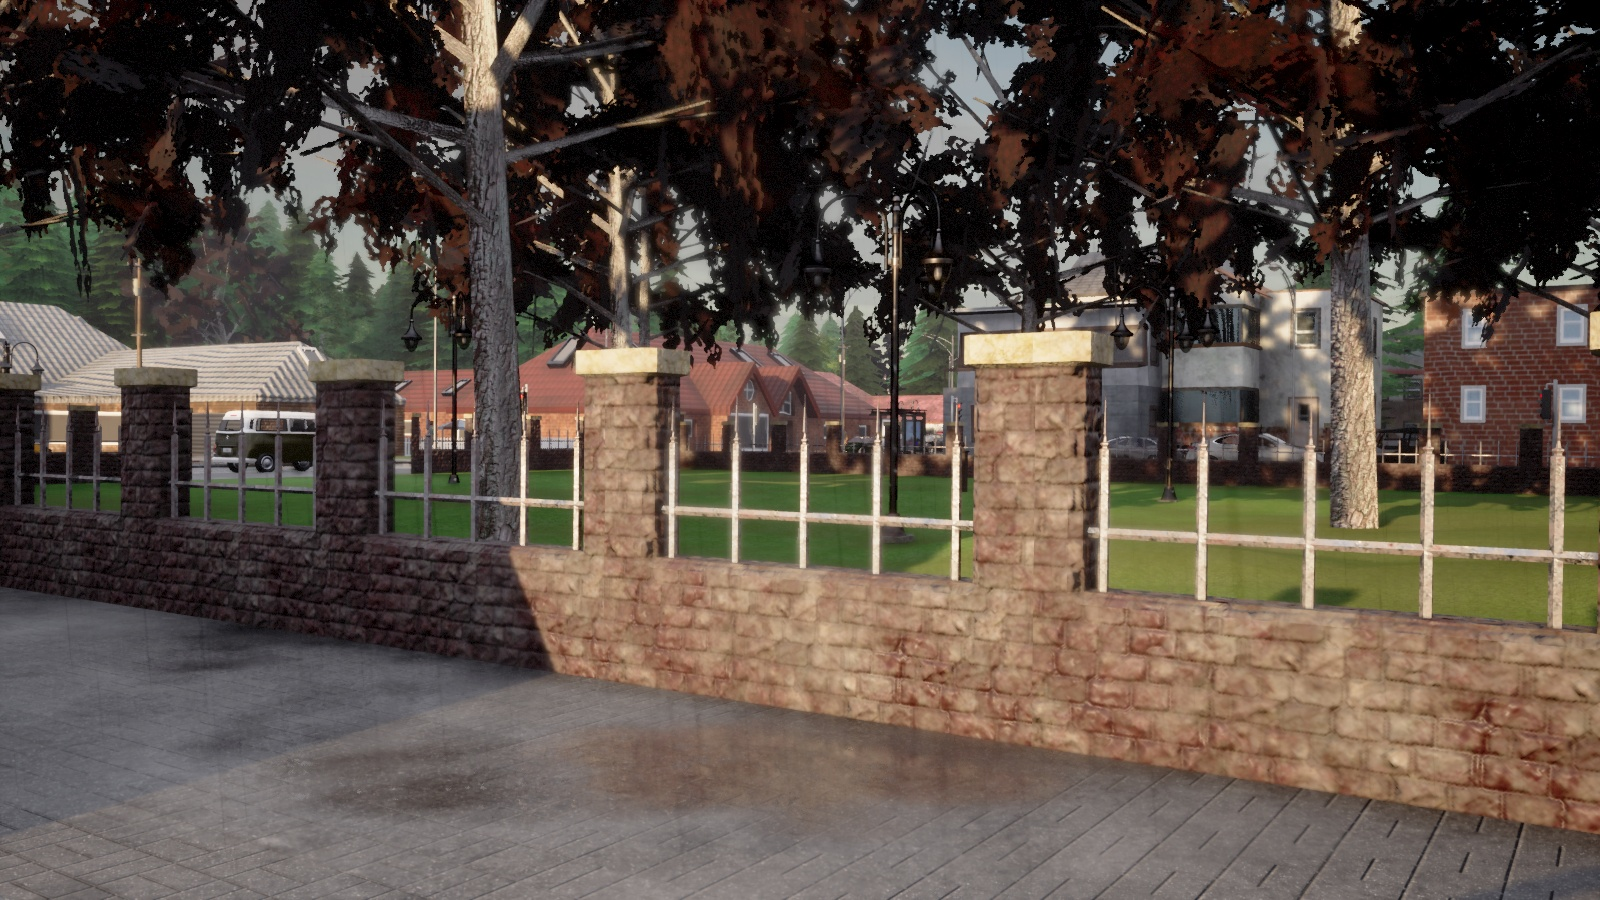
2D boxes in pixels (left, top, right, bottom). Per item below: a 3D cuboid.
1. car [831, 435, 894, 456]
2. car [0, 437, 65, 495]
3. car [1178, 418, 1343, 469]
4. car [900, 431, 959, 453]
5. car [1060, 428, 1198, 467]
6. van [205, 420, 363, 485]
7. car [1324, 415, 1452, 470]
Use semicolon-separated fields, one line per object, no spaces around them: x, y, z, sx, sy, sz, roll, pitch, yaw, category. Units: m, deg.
4.089;-0.313;81.110;1.895;1.301;4.718;0;1;34;car
-22.672;0.457;33.476;1.882;1.535;5.008;0;1;32;car
15.818;-0.223;43.176;5.027;1.651;2.152;0;1;31;car
9.185;-0.564;88.792;2.163;1.488;4.792;0;1;34;car
13.053;-0.112;49.923;4.902;1.511;2.128;0;1;34;car
-17.129;0.038;41.871;2.069;2.038;4.480;0;1;32;van
20.905;-0.272;44.696;3.866;1.878;1.905;0;1;34;car
